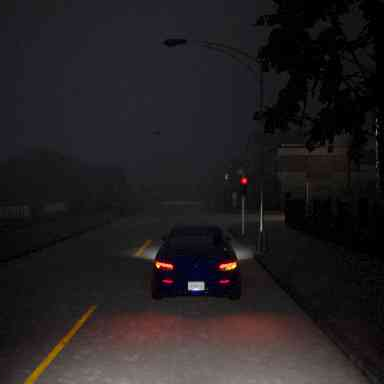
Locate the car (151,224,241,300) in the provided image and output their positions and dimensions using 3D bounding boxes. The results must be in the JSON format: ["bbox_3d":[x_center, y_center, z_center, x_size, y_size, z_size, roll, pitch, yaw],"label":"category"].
[{"bbox_3d":[0.101,1.526,8.285,1.812,1.442,4.674,0,0,1],"label":"car"}]
